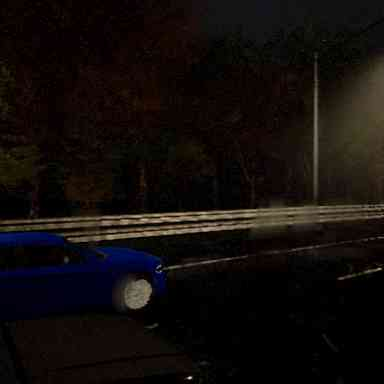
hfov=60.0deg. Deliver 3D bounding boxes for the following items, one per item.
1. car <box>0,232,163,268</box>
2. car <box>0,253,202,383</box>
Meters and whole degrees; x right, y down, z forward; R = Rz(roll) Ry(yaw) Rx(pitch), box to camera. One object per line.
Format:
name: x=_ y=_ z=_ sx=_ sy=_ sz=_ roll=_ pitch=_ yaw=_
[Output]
car: x=-2.841 y=1.468 z=5.940 sx=5.008 sy=1.535 sz=1.882 roll=0 pitch=0 yaw=-35
car: x=-2.443 y=1.545 z=1.975 sx=5.357 sy=1.411 sz=2.033 roll=0 pitch=0 yaw=-35
